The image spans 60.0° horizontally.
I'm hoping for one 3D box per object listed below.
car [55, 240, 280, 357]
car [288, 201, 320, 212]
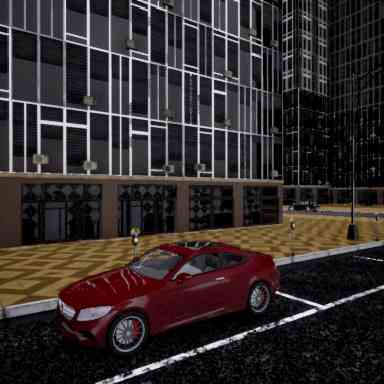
[{"bbox_3d":[-0.186,1.582,5.969,4.206,1.307,1.802,0,0,-36],"label":"car"},{"bbox_3d":[15.183,1.899,45.317,2.008,1.369,4.403,-1,0,-36],"label":"car"}]
